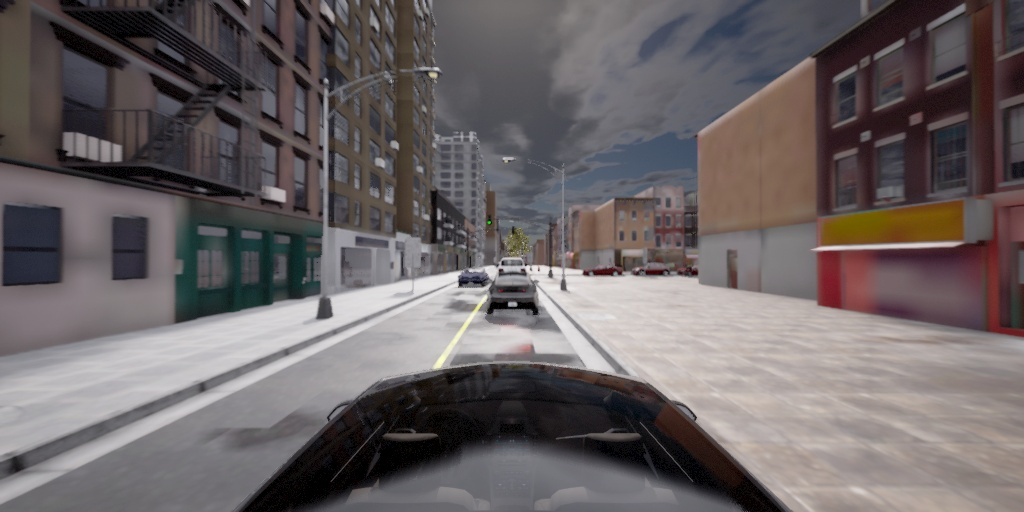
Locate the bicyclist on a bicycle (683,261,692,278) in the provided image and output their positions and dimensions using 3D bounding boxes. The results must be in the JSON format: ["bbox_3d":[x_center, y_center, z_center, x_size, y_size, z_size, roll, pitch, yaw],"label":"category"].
[{"bbox_3d":[17.358,1.342,35.493,0.582,1.620,1.656,0,-1,0],"label":"bicyclist on a bicycle"}]

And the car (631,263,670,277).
[{"bbox_3d":[15.809,1.526,41.132,4.097,1.591,1.967,0,0,0],"label":"car"}]

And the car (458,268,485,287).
[{"bbox_3d":[-2.806,1.557,26.676,1.895,1.301,4.718,0,-1,1],"label":"car"}]

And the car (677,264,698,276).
[{"bbox_3d":[21.274,1.626,41.129,4.507,1.381,1.888,0,0,0],"label":"car"}]

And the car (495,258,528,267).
[{"bbox_3d":[0.033,1.186,27.710,2.150,2.045,5.566,0,-1,1],"label":"car"}]

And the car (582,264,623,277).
[{"bbox_3d":[10.346,1.637,41.133,4.507,1.381,1.888,0,0,0],"label":"car"}]

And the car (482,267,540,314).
[{"bbox_3d":[0.039,1.353,14.254,1.837,1.490,4.892,0,0,0],"label":"car"}]
